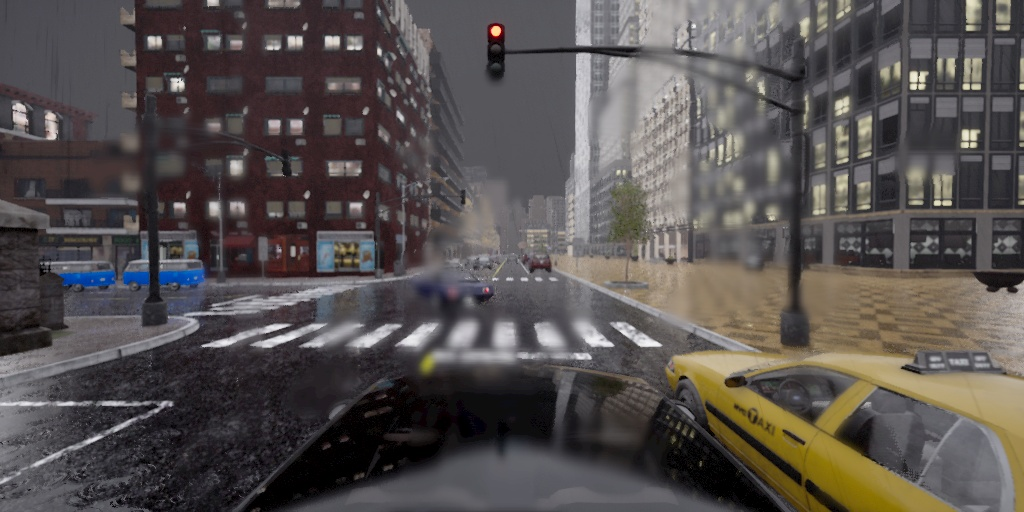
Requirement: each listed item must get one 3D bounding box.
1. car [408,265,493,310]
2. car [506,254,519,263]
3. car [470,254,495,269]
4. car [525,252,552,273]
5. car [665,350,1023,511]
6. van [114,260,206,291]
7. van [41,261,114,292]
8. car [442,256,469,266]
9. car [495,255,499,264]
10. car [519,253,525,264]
[{"bbox_3d":[-2.641,1.224,14.246,1.895,1.301,4.718,-1,1,-32],"label":"car"},{"bbox_3d":[0.016,0.432,63.474,2.128,1.511,4.902,0,1,0],"label":"car"},{"bbox_3d":[-3.086,0.778,38.580,1.812,1.442,4.674,0,1,0],"label":"car"},{"bbox_3d":[2.698,0.617,34.709,2.192,1.841,5.009,0,0,0],"label":"car"},{"bbox_3d":[2.689,1.267,2.470,1.751,1.417,4.829,0,0,0],"label":"car"},{"bbox_3d":[-20.762,1.117,21.481,3.998,1.789,1.690,0,0,-1],"label":"van"},{"bbox_3d":[-26.300,1.208,21.433,3.998,1.789,1.690,0,0,-1],"label":"van"},{"bbox_3d":[-5.682,0.853,34.711,2.007,1.370,4.403,0,0,0],"label":"car"},{"bbox_3d":[-3.054,0.596,56.019,1.994,1.385,4.181,0,1,0],"label":"car"},{"bbox_3d":[2.705,0.336,56.812,2.192,1.841,5.009,0,0,0],"label":"car"}]
